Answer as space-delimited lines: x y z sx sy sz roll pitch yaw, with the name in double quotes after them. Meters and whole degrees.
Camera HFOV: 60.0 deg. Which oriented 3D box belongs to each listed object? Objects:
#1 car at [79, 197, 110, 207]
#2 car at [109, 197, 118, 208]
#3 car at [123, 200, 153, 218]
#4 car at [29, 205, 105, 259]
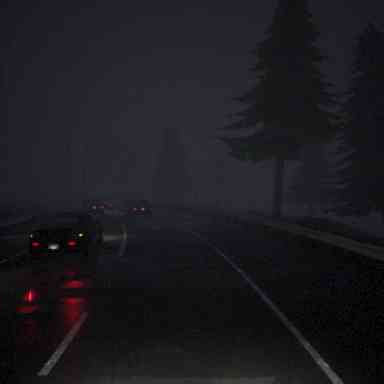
-8.933 1.333 29.651 2.033 1.411 5.357 0 0 -21 "car"
-10.854 1.300 41.814 1.895 1.301 4.718 0 0 -29 "car"
-4.576 1.348 27.799 2.033 1.411 5.357 0 0 -19 "car"
-4.453 1.437 12.199 1.812 1.442 4.674 0 0 -8 "car"
